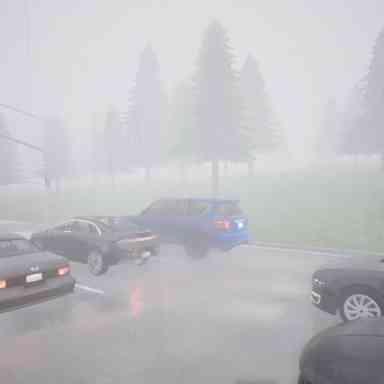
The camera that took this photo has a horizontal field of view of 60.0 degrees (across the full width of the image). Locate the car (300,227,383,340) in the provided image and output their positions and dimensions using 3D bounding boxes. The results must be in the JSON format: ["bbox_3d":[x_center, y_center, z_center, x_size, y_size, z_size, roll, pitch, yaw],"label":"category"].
[{"bbox_3d":[4.409,1.505,5.146,4.892,1.490,1.837,0,0,35],"label":"car"}]

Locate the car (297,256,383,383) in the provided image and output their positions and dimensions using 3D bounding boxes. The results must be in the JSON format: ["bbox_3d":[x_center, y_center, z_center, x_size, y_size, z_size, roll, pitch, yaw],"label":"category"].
[{"bbox_3d":[3.122,1.478,1.764,5.008,1.535,1.882,0,0,35],"label":"car"}]

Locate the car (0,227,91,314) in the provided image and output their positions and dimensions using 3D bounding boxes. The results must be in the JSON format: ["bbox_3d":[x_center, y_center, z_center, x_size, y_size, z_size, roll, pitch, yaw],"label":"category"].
[{"bbox_3d":[-4.807,1.547,7.285,5.357,1.411,2.033,0,0,36],"label":"car"}]

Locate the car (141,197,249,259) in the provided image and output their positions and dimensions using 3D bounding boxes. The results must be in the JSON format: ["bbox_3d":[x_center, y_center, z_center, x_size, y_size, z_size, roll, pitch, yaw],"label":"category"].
[{"bbox_3d":[-0.540,1.221,12.837,5.566,2.045,2.150,0,0,35],"label":"car"}]

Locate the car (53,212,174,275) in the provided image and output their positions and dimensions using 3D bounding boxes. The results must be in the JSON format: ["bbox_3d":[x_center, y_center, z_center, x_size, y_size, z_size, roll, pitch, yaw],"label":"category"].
[{"bbox_3d":[-3.211,1.492,10.451,4.902,1.511,2.128,0,0,36],"label":"car"}]
